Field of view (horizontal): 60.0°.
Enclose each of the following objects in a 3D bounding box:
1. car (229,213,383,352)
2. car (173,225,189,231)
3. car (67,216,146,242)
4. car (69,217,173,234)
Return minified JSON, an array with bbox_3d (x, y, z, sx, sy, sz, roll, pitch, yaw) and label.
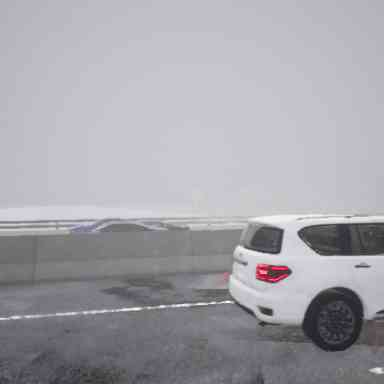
[{"bbox_3d":[3.477,1.431,6.379,5.566,2.045,2.150,0,-2,-11],"label":"car"},{"bbox_3d":[-2.738,2.358,19.591,5.357,1.411,2.033,0,-2,-11],"label":"car"},{"bbox_3d":[-5.702,2.445,22.561,5.008,1.535,1.882,0,-2,-11],"label":"car"},{"bbox_3d":[-3.640,2.156,15.842,5.008,1.535,1.882,0,-2,-11],"label":"car"}]
